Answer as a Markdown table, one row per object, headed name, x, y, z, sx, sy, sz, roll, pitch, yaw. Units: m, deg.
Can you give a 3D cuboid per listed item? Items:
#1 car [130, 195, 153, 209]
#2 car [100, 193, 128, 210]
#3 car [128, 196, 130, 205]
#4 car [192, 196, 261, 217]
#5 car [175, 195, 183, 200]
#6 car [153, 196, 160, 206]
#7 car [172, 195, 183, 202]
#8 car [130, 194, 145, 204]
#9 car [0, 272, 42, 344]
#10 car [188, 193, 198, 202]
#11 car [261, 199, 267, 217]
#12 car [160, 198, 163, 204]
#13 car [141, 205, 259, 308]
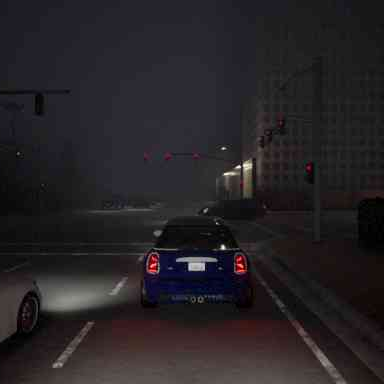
| name | x | y | z | sx | sy | sz | roll | pitch | yaw |
| --- | --- | --- | --- | --- | --- | --- | --- | --- | --- |
| car | -6.973 | 1.526 | 46.345 | 1.812 | 1.442 | 4.674 | 0 | 0 | 0 |
| car | -10.484 | 1.221 | 44.114 | 2.150 | 2.045 | 5.566 | 0 | 0 | 0 |
| car | -10.455 | 1.478 | 53.885 | 1.882 | 1.535 | 5.008 | 0 | 0 | 0 |
| car | 2.678 | 1.388 | 25.999 | 4.553 | 1.767 | 2.097 | 0 | 0 | -13 |
| car | -3.298 | 1.423 | 83.794 | 1.895 | 1.301 | 4.718 | 0 | 0 | 0 |
| car | -6.947 | 1.505 | 55.239 | 1.837 | 1.490 | 4.892 | 0 | 0 | 0 |
| car | -3.323 | 1.469 | 73.542 | 1.882 | 1.535 | 5.008 | 0 | 0 | 0 |
| car | -10.396 | 1.352 | 63.665 | 2.097 | 1.767 | 4.553 | 0 | 0 | 1 |
| car | -3.430 | 1.526 | 3.640 | 1.812 | 1.442 | 4.674 | 0 | 0 | 1 |
| car | 0.176 | 1.531 | 73.123 | 2.033 | 1.411 | 5.357 | 0 | 0 | 0 |
| car | 4.785 | 1.392 | 31.349 | 4.553 | 1.767 | 2.097 | 1 | 0 | 14 |
| car | -6.885 | 1.564 | 65.285 | 1.994 | 1.385 | 4.181 | 0 | 0 | 0 |
| car | 0.102 | 1.352 | 8.070 | 2.097 | 1.767 | 4.553 | 0 | 0 | 0 |
